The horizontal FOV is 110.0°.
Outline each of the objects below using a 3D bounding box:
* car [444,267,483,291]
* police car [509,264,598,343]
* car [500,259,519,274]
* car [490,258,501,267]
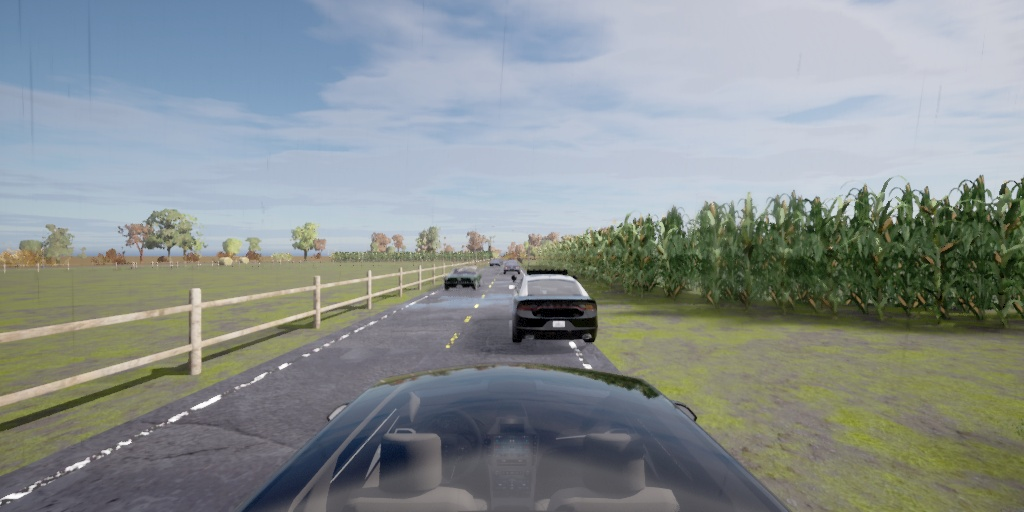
[{"bbox_3d":[-2.905,1.347,21.936,1.895,1.301,4.718,0,0,0],"label":"car"},{"bbox_3d":[0.942,1.173,9.840,1.930,1.638,5.238,0,0,0],"label":"police car"},{"bbox_3d":[-0.017,1.291,40.681,2.033,1.411,5.357,0,0,0],"label":"car"},{"bbox_3d":[-2.972,1.291,64.028,2.033,1.411,5.357,0,0,0],"label":"car"}]
